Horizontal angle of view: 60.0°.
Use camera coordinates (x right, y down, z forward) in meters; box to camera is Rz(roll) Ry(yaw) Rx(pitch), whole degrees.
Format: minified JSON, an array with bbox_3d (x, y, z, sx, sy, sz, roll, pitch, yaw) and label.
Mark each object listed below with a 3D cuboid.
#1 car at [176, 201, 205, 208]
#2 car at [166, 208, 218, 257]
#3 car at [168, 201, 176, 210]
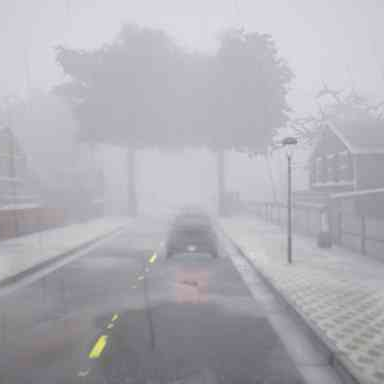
[{"bbox_3d":[0.014,1.664,28.445,2.097,1.767,4.553,0,-1,0],"label":"car"},{"bbox_3d":[0.016,1.644,13.533,1.837,1.490,4.892,0,0,0],"label":"car"},{"bbox_3d":[-2.776,2.200,54.082,1.812,1.442,4.674,0,-1,0],"label":"car"}]
